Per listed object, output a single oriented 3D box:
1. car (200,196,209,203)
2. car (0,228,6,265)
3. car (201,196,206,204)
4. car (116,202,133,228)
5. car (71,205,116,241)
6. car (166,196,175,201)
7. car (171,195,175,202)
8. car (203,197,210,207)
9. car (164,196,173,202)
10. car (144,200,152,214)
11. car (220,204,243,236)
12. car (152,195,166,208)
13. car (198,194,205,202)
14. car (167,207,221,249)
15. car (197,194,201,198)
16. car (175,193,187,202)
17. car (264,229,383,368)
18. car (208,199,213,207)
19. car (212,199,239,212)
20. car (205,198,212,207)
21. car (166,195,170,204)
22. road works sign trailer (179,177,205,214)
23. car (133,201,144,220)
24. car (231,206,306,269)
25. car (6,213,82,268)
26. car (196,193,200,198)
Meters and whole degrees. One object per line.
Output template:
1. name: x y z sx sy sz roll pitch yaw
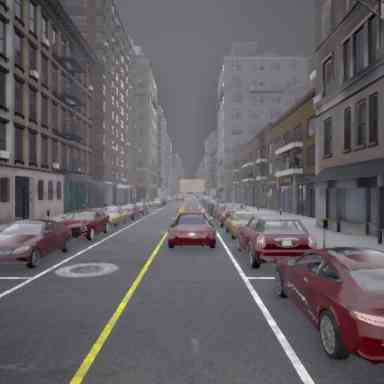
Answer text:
1. car: 2.638 1.634 71.877 1.802 1.307 4.206 0 0 0
2. car: -5.387 1.567 5.650 1.947 1.339 4.313 0 0 0
3. car: 2.638 1.574 44.282 2.008 1.369 4.403 0 0 0
4. car: -5.387 1.531 22.034 1.752 1.417 4.829 0 0 0
5. car: -5.387 1.548 16.686 1.887 1.381 4.507 0 0 0
6. car: -5.387 1.614 82.906 2.008 1.369 4.403 0 0 0
7. car: -5.387 1.492 71.870 1.967 1.590 4.097 0 0 0
8. car: 2.637 1.562 38.763 1.887 1.381 4.507 0 0 0
9. car: -5.387 1.583 77.218 1.752 1.417 4.829 0 0 0
10. car: -5.388 1.594 33.241 1.802 1.307 4.206 0 0 0
11. car: 2.638 1.529 16.859 1.752 1.417 4.829 0 0 0
12. car: -5.383 1.554 49.628 1.752 1.417 4.829 0 0 0
13. car: 2.638 1.591 60.840 2.008 1.369 4.403 0 0 0
14. car: 0.000 1.577 14.645 1.994 1.385 4.181 0 0 0
15. car: 2.638 1.597 66.358 2.008 1.369 4.403 0 0 0
16. car: -2.750 1.484 75.951 1.882 1.535 5.008 0 0 0
17. car: 2.638 1.583 5.651 1.802 1.307 4.206 0 0 0
18. car: 2.638 1.559 27.727 2.008 1.369 4.403 0 0 0
19. car: 2.638 1.446 22.208 1.967 1.590 4.097 0 0 0
20. car: 2.637 1.578 33.245 1.947 1.339 4.313 0 0 0
21. car: -5.388 1.350 55.314 2.192 1.841 5.009 0 0 0
22. road works sign trailer: 0.000 0.474 29.945 2.380 3.560 2.880 0 0 0
23. car: -5.387 1.590 27.723 1.802 1.307 4.206 0 0 0
24. car: 2.638 1.442 11.170 1.967 1.590 4.097 0 0 0
25. car: -5.387 1.584 11.168 1.802 1.307 4.206 0 0 0
26. car: 2.638 1.498 77.396 1.967 1.590 4.097 0 0 0
